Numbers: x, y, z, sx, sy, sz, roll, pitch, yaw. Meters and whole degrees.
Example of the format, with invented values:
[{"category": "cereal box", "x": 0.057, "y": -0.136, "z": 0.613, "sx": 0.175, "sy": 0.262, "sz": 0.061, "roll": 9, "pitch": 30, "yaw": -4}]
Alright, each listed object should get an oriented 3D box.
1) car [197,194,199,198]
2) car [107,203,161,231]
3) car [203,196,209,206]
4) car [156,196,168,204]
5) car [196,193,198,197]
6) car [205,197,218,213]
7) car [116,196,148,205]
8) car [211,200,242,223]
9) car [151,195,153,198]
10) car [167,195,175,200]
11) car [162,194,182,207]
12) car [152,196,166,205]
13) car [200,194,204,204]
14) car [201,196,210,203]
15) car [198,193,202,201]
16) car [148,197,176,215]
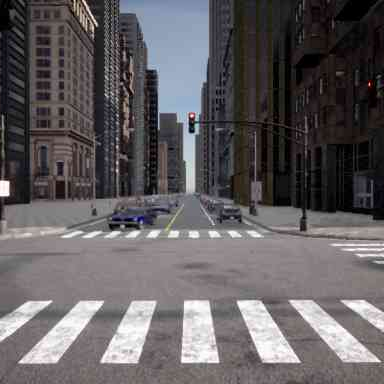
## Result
[{"category": "car", "x": 2.743, "y": 1.569, "z": 75.915, "sx": 1.887, "sy": 1.381, "sz": 4.507, "roll": 0, "pitch": 0, "yaw": 0}, {"category": "car", "x": -3.563, "y": 1.601, "z": 20.624, "sx": 1.895, "sy": 1.301, "sz": 4.718, "roll": 0, "pitch": 0, "yaw": 8}, {"category": "car", "x": 2.751, "y": 1.550, "z": 42.072, "sx": 1.887, "sy": 1.381, "sz": 4.507, "roll": 0, "pitch": 0, "yaw": 0}, {"category": "car", "x": -5.780, "y": 1.541, "z": 64.454, "sx": 1.752, "sy": 1.417, "sz": 4.829, "roll": 0, "pitch": 0, "yaw": 0}, {"category": "car", "x": 2.740, "y": 1.561, "z": 87.367, "sx": 1.752, "sy": 1.417, "sz": 4.829, "roll": 0, "pitch": 0, "yaw": 0}, {"category": "car", "x": 2.752, "y": 1.554, "z": 36.432, "sx": 2.008, "sy": 1.369, "sz": 4.403, "roll": 0, "pitch": 0, "yaw": 0}, {"category": "car", "x": -5.772, "y": 1.317, "z": 30.780, "sx": 2.192, "sy": 1.841, "sz": 5.009, "roll": 0, "pitch": 0, "yaw": 0}, {"category": "car", "x": 2.754, "y": 1.552, "z": 25.150, "sx": 2.008, "sy": 1.369, "sz": 4.403, "roll": 0, "pitch": 0, "yaw": 0}, {"category": "car", "x": -5.774, "y": 1.444, "z": 36.421, "sx": 1.967, "sy": 1.590, "sz": 4.097, "roll": 0, "pitch": 0, "yaw": 0}, {"category": "car", "x": -5.787, "y": 1.566, "z": 92.658, "sx": 1.752, "sy": 1.417, "sz": 4.829, "roll": 0, "pitch": 0, "yaw": 0}, {"category": "car", "x": -3.054, "y": 1.500, "z": 50.174, "sx": 2.128, "sy": 1.511, "sz": 4.902, "roll": 0, "pitch": 0, "yaw": 1}, {"category": "car", "x": -5.779, "y": 1.452, "z": 58.983, "sx": 1.967, "sy": 1.590, "sz": 4.097, "roll": 0, "pitch": 0, "yaw": 0}, {"category": "car", "x": 2.748, "y": 1.449, "z": 53.354, "sx": 1.967, "sy": 1.590, "sz": 4.097, "roll": 0, "pitch": 0, "yaw": 0}, {"category": "car", "x": 2.744, "y": 1.545, "z": 70.445, "sx": 1.752, "sy": 1.417, "sz": 4.829, "roll": 0, "pitch": 0, "yaw": 0}, {"category": "car", "x": 2.745, "y": 1.456, "z": 64.635, "sx": 1.967, "sy": 1.590, "sz": 4.097, "roll": 0, "pitch": 0, "yaw": 0}, {"category": "car", "x": -3.103, "y": 1.551, "z": 34.670, "sx": 2.033, "sy": 1.411, "sz": 5.357, "roll": 0, "pitch": 0, "yaw": 0}]
